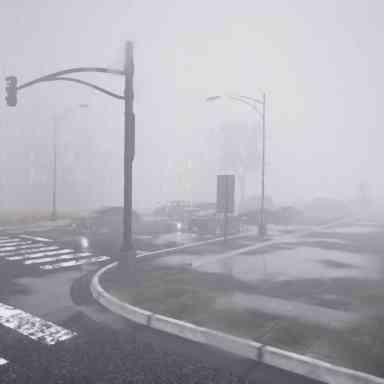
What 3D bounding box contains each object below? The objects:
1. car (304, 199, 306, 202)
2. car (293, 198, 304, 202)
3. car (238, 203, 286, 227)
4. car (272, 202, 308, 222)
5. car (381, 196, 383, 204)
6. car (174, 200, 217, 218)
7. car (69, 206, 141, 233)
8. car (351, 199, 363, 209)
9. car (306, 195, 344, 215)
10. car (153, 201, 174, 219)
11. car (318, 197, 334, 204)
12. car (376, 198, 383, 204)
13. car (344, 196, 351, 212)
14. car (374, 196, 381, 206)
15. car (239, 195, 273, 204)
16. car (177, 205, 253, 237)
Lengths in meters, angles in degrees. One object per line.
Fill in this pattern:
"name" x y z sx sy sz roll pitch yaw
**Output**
"car" 17.096 1.809 44.895 1.994 1.385 4.181 1 0 36
"car" 18.124 1.727 56.071 1.752 1.417 4.829 1 0 36
"car" 4.718 1.737 23.483 1.947 1.339 4.313 1 0 36
"car" 7.965 1.779 27.898 1.802 1.307 4.206 1 0 36
"car" 41.424 1.784 73.602 2.192 1.841 5.009 1 0 36
"car" 0.920 1.591 28.301 1.837 1.490 4.892 1 0 36
"car" -5.086 1.564 20.139 1.812 1.442 4.674 1 0 36
"car" 24.977 1.773 51.244 1.967 1.590 4.097 1 0 36
"car" 15.180 1.569 37.780 2.192 1.841 5.009 1 0 36
"car" -1.611 1.481 29.454 1.967 1.590 4.097 1 0 36
"car" 28.092 1.849 69.622 1.947 1.339 4.313 1 0 36
"car" 44.710 2.047 78.074 2.008 1.369 4.403 1 0 36
"car" 18.441 1.720 42.272 1.967 1.590 4.097 1 0 36
"car" 34.944 1.940 64.796 1.752 1.417 4.829 1 0 36
"car" 7.164 1.358 36.772 2.150 2.045 5.566 1 0 36
"car" 1.470 1.696 19.067 2.008 1.369 4.403 1 0 36
